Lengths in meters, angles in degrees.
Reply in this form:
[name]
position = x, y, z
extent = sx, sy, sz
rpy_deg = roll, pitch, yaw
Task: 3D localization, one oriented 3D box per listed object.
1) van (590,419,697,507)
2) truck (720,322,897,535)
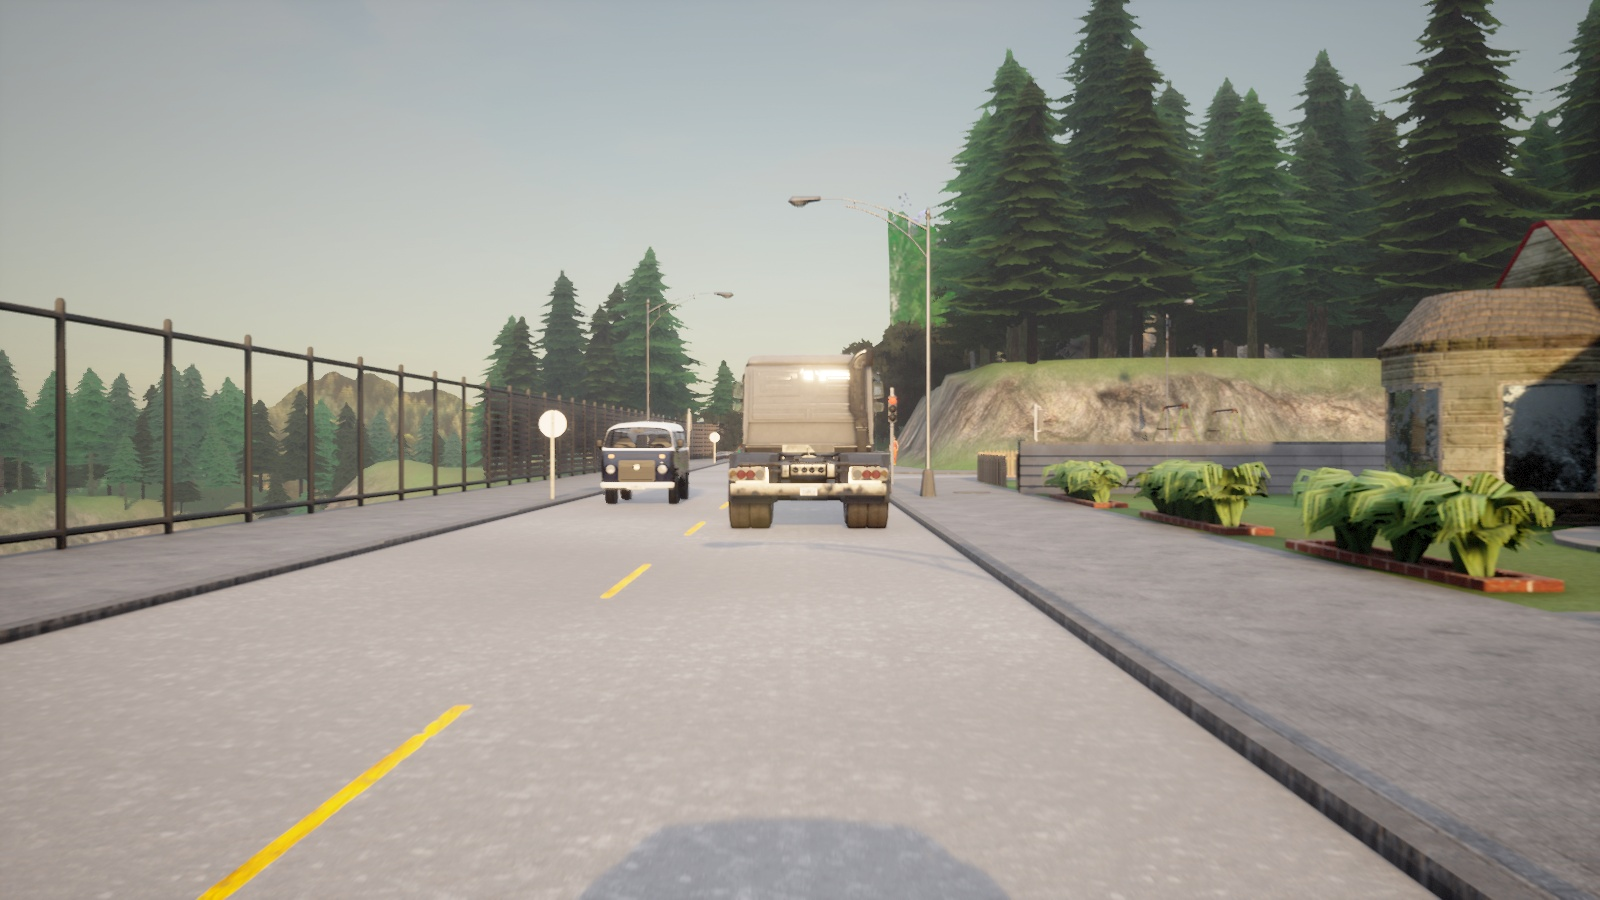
[van]
position = -3.797, 0.293, 31.215
extent = 2.069, 2.038, 4.480
rpy_deg = 0, 0, 0
[truck]
position = 0.162, -0.373, 24.444
extent = 2.891, 3.462, 7.936
rpy_deg = 0, 0, 0
